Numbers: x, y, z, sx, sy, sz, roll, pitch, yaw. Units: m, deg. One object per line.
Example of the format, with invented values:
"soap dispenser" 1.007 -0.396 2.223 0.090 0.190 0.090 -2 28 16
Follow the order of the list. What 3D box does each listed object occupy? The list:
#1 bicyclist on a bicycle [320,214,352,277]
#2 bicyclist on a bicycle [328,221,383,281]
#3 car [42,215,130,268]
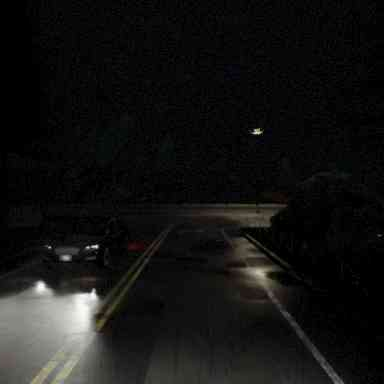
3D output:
"bicyclist on a bicycle" 4.070 1.400 8.653 1.656 1.620 0.582 1 -1 -13
"bicyclist on a bicycle" 4.333 1.306 7.822 1.656 1.620 0.582 42 4 -33
"car" -3.483 1.600 11.732 2.128 1.511 4.902 0 -1 1
